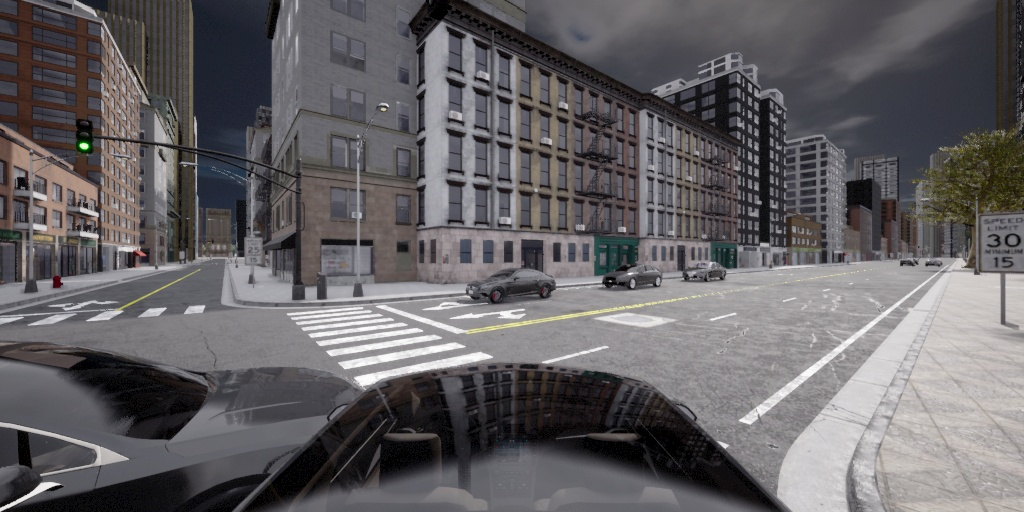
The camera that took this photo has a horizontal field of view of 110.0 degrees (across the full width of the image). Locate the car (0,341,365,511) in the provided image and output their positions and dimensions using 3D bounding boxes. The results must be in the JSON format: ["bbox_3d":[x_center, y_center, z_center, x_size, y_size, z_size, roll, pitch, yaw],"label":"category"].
[{"bbox_3d":[-3.212,1.257,1.856,4.892,1.490,1.837,0,0,-34],"label":"car"}]

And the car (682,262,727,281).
[{"bbox_3d":[15.834,1.237,29.413,4.902,1.511,2.128,0,0,-38],"label":"car"}]

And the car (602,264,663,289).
[{"bbox_3d":[7.787,1.259,22.989,4.892,1.490,1.837,0,0,-39],"label":"car"}]

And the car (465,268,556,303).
[{"bbox_3d":[0.059,1.287,16.809,4.674,1.442,1.812,0,0,-39],"label":"car"}]
